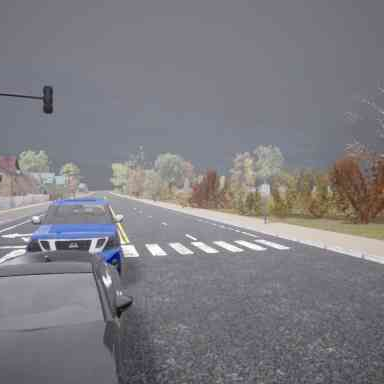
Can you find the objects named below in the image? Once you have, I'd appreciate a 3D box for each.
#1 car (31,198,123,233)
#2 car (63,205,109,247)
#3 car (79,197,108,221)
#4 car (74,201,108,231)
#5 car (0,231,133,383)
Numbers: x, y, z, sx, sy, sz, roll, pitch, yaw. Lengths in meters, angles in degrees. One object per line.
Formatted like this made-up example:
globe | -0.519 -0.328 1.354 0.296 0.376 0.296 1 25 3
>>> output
car | -3.352 1.218 10.015 2.150 2.045 5.566 0 0 -15
car | -4.997 1.499 16.090 1.837 1.490 4.892 0 0 -15
car | -8.103 1.338 27.575 2.097 1.767 4.553 0 0 -15
car | -6.554 1.468 21.839 1.882 1.535 5.008 0 0 -15
car | -1.725 1.524 3.923 1.812 1.442 4.674 0 0 -13
